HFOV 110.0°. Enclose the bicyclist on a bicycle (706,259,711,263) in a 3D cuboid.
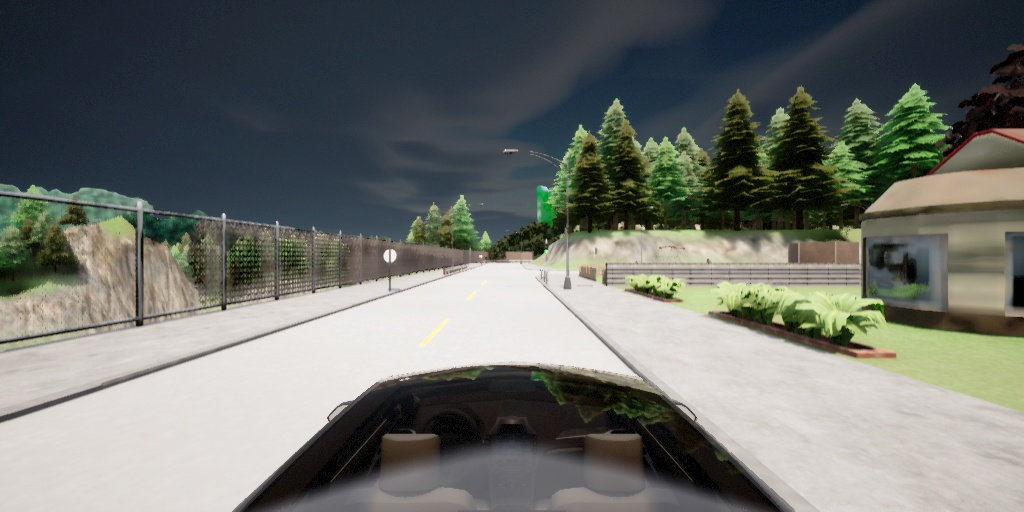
[{"bbox_3d":[19.794,1.076,36.021,0.582,1.620,1.656,0,0,0],"label":"bicyclist on a bicycle"}]
